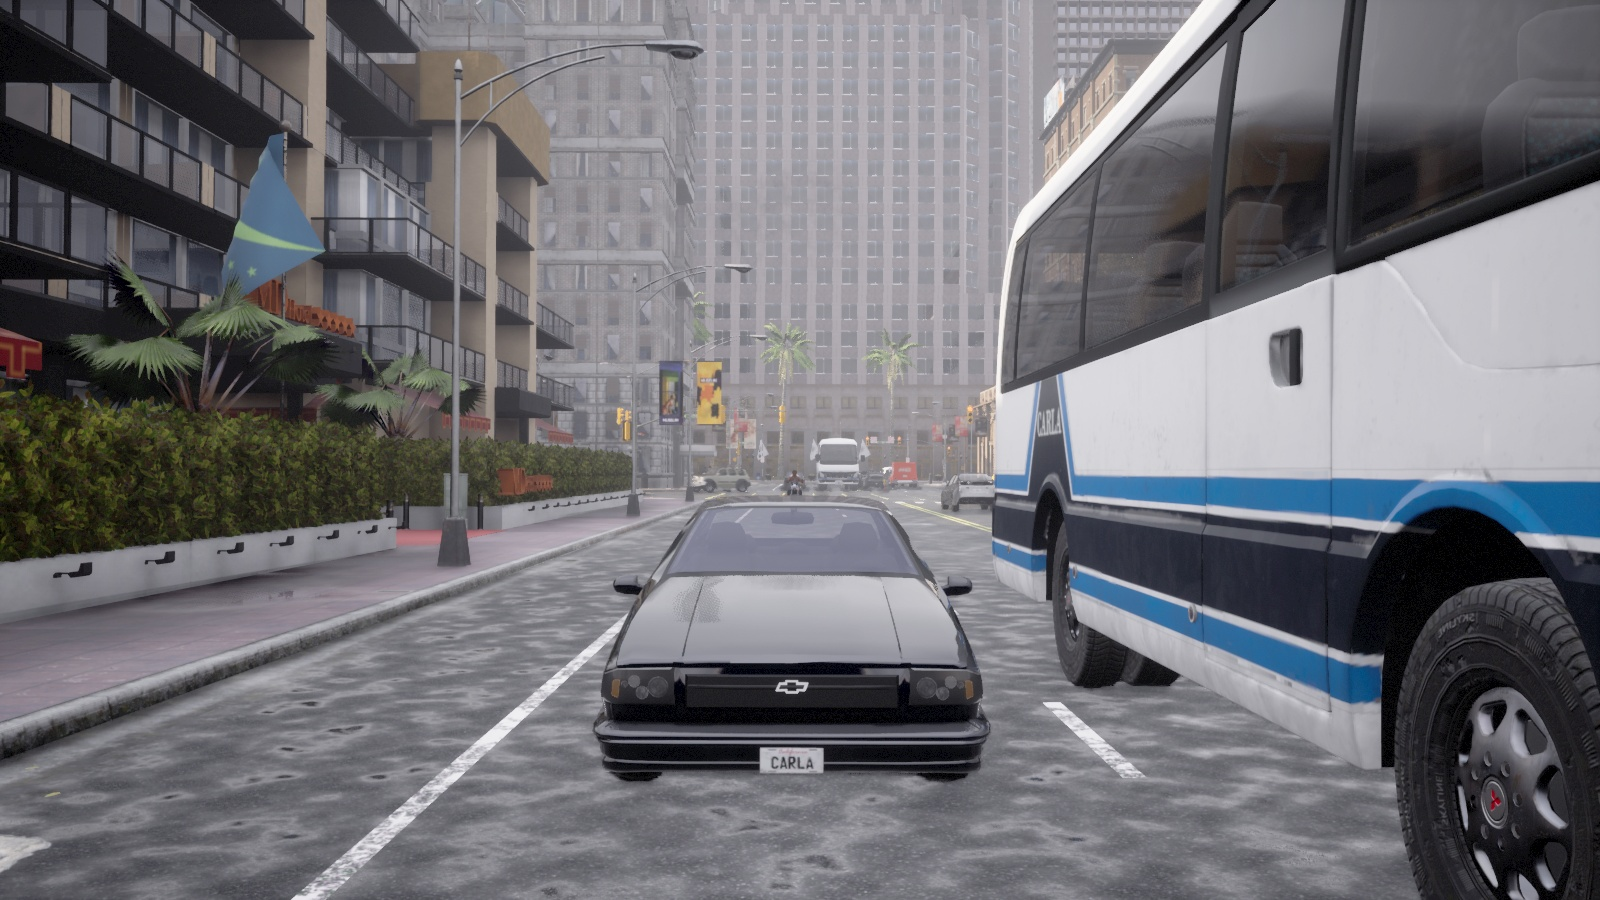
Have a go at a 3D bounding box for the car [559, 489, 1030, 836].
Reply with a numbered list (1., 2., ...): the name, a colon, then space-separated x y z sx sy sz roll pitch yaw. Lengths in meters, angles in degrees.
1. car: -0.035 0.998 8.108 2.033 1.411 5.357 0 -1 0

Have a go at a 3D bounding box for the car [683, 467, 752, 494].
1. car: -5.779 2.141 88.763 4.605 1.855 1.932 1 -1 -40

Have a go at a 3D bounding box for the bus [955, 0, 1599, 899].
1. bus: 3.466 -0.465 6.625 3.944 4.253 10.273 0 -1 0

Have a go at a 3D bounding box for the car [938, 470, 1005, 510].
1. car: 6.795 1.575 50.199 2.007 1.525 4.514 0 -1 0
